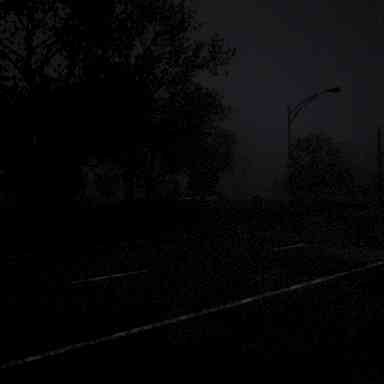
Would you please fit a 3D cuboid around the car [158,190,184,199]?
[{"bbox_3d":[-4.616,0.431,67.171,2.150,2.045,5.566,-4,2,-39],"label":"car"}]

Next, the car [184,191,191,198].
[{"bbox_3d":[-1.905,0.451,69.394,2.128,1.511,4.902,-4,2,-39],"label":"car"}]
